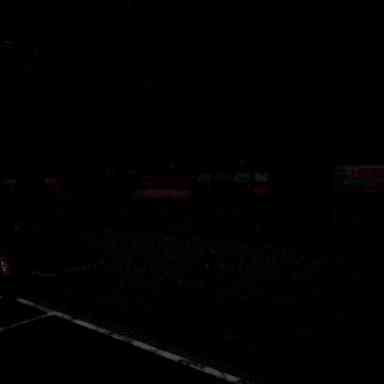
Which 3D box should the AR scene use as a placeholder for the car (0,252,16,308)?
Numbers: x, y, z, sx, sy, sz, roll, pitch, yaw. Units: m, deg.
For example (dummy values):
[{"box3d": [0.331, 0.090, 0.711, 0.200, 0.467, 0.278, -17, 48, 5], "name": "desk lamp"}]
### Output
[{"box3d": [-5.335, 1.414, 6.607, 4.097, 1.590, 1.967, 0, 0, 35], "name": "car"}]
